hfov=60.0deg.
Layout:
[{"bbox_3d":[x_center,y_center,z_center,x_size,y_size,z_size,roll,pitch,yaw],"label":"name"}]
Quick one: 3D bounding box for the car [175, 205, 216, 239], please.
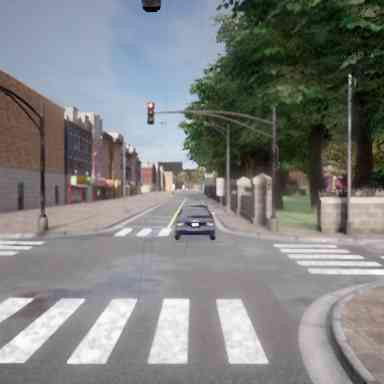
[{"bbox_3d":[0.137,1.350,16.205,2.033,1.411,5.357,0,1,0],"label":"car"}]
